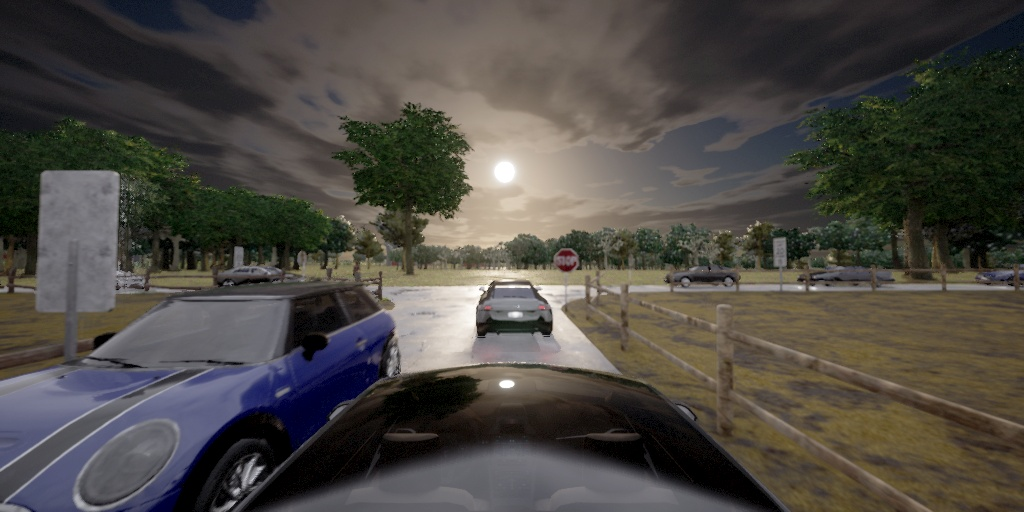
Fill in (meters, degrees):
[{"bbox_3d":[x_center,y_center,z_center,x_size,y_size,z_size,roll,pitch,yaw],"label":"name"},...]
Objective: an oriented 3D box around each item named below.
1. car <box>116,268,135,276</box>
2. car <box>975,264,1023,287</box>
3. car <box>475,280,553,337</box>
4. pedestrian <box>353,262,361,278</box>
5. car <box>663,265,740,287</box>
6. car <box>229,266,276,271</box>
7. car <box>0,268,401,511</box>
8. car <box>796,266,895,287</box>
[{"bbox_3d":[-25.009,1.399,21.966,4.674,1.442,1.812,0,-2,0],"label":"car"},{"bbox_3d":[34.104,1.277,23.794,4.674,1.442,1.812,0,-2,9],"label":"car"},{"bbox_3d":[-0.028,1.377,10.537,1.994,1.385,4.181,0,0,-3],"label":"car"},{"bbox_3d":[-12.148,1.327,27.965,0.375,1.860,0.375,0,-2,0],"label":"pedestrian"},{"bbox_3d":[13.103,1.388,24.918,4.892,1.490,1.837,0,-2,1],"label":"car"},{"bbox_3d":[-15.260,1.370,21.981,4.902,1.511,2.128,0,-2,0],"label":"car"},{"bbox_3d":[-2.822,1.115,3.804,2.097,1.767,4.553,0,0,0],"label":"car"},{"bbox_3d":[22.933,1.380,24.770,5.357,1.411,2.033,0,-2,2],"label":"car"}]
